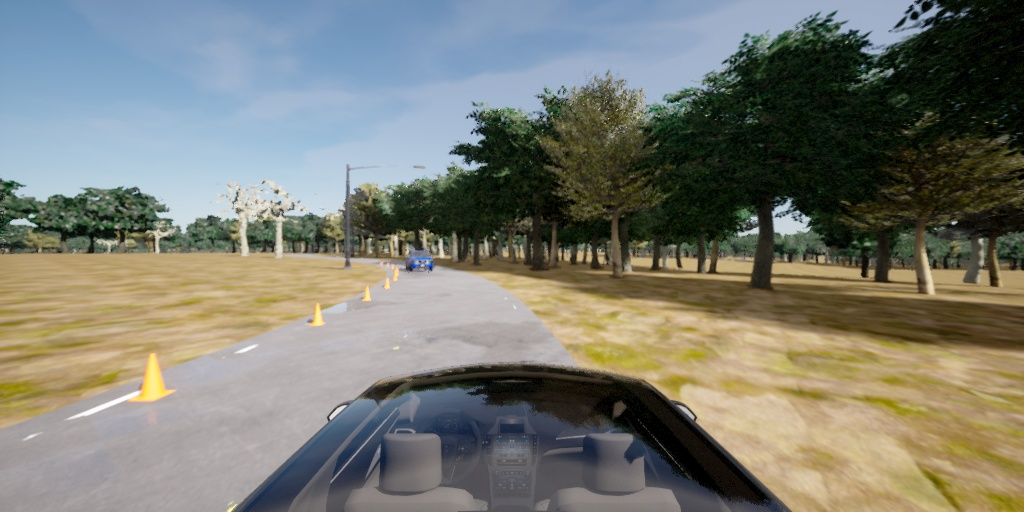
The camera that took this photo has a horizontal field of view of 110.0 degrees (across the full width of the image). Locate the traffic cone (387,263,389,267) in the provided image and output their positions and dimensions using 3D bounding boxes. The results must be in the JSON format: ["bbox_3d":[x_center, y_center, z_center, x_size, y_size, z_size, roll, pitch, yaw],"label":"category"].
[{"bbox_3d":[-14.634,1.002,42.316,0.340,0.580,0.340,0,0,-26],"label":"traffic cone"}]

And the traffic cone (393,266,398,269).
[{"bbox_3d":[-9.184,1.278,28.813,0.340,0.580,0.340,0,0,-17],"label":"traffic cone"}]

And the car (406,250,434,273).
[{"bbox_3d":[-8.942,0.452,34.648,2.150,2.045,5.566,0,1,-21],"label":"car"}]

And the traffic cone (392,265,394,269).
[{"bbox_3d":[-10.765,1.191,33.407,0.340,0.580,0.340,0,0,-20],"label":"traffic cone"}]

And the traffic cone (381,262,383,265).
[{"bbox_3d":[-16.910,0.900,46.608,0.340,0.580,0.340,0,0,-29],"label":"traffic cone"}]

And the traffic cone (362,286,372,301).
[{"bbox_3d":[-5.904,1.505,14.625,0.340,0.580,0.340,0,0,-9],"label":"traffic cone"}]

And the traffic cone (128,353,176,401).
[{"bbox_3d":[-4.963,1.643,4.958,0.340,0.580,0.340,0,0,-3],"label":"traffic cone"}]

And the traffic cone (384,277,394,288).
[{"bbox_3d":[-6.750,1.434,19.409,0.340,0.580,0.340,0,0,-12],"label":"traffic cone"}]

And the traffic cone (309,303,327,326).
[{"bbox_3d":[-5.308,1.574,9.804,0.340,0.580,0.340,0,0,-6],"label":"traffic cone"}]

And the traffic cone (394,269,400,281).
[{"bbox_3d":[-7.845,1.359,24.143,0.340,0.580,0.340,0,0,-15],"label":"traffic cone"}]
